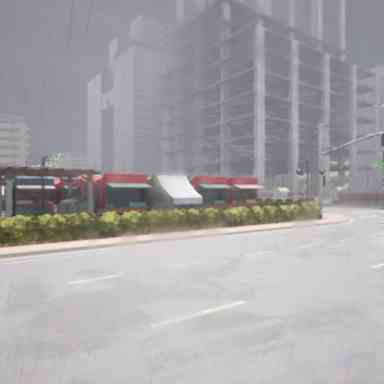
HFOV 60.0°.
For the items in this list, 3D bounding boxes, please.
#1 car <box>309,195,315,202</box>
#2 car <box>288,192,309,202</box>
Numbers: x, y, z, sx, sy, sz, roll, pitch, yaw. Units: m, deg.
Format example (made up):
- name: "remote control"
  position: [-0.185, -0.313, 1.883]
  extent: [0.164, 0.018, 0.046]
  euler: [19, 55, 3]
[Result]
- name: "car"
  position: [22.256, 0.980, 65.704]
  extent: [1.905, 1.878, 3.866]
  euler: [0, 0, -36]
- name: "car"
  position: [19.864, 0.987, 63.992]
  extent: [1.905, 1.878, 3.866]
  euler: [0, 0, -36]
